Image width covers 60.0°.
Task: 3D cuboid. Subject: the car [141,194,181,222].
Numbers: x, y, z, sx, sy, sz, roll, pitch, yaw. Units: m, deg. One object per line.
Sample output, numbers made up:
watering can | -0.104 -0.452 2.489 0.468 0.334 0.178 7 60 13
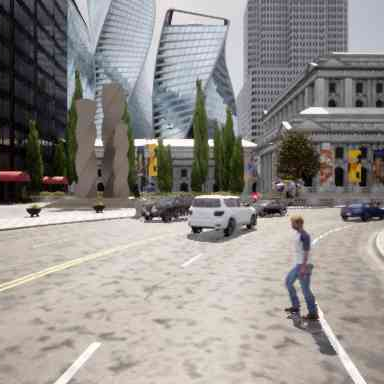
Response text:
car | -1.552 1.221 26.492 2.150 2.045 5.566 0 0 37

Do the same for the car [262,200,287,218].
car | 6.713 1.491 30.263 4.902 1.511 2.128 0 0 -41

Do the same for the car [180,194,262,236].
car | 1.841 1.221 18.735 2.150 2.045 5.566 0 0 30

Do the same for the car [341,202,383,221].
car | 13.856 1.526 26.942 4.674 1.442 1.812 0 0 -38

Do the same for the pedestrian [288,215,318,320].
pedestrian | 1.948 1.294 5.863 0.375 1.860 0.375 0 0 11
